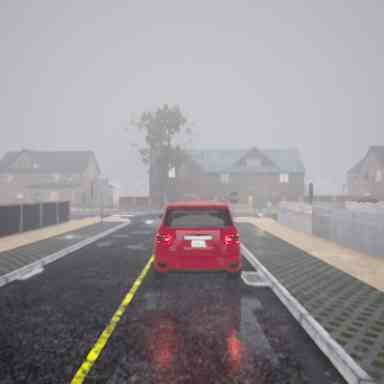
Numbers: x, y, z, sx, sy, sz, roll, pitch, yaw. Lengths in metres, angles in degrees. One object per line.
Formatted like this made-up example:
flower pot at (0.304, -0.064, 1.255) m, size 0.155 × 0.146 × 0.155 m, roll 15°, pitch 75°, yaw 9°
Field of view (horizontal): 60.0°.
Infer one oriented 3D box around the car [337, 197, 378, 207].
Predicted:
car at (16.128, 1.370, 32.563) m, size 4.553 × 1.767 × 2.097 m, roll 0°, pitch 1°, yaw 2°

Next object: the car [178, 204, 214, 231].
car at (0.408, 1.587, 22.273) m, size 2.033 × 1.411 × 5.357 m, roll 0°, pitch 0°, yaw 5°

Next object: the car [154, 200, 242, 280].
car at (0.130, 1.239, 10.086) m, size 2.150 × 2.045 × 5.566 m, roll 0°, pitch 0°, yaw 0°
